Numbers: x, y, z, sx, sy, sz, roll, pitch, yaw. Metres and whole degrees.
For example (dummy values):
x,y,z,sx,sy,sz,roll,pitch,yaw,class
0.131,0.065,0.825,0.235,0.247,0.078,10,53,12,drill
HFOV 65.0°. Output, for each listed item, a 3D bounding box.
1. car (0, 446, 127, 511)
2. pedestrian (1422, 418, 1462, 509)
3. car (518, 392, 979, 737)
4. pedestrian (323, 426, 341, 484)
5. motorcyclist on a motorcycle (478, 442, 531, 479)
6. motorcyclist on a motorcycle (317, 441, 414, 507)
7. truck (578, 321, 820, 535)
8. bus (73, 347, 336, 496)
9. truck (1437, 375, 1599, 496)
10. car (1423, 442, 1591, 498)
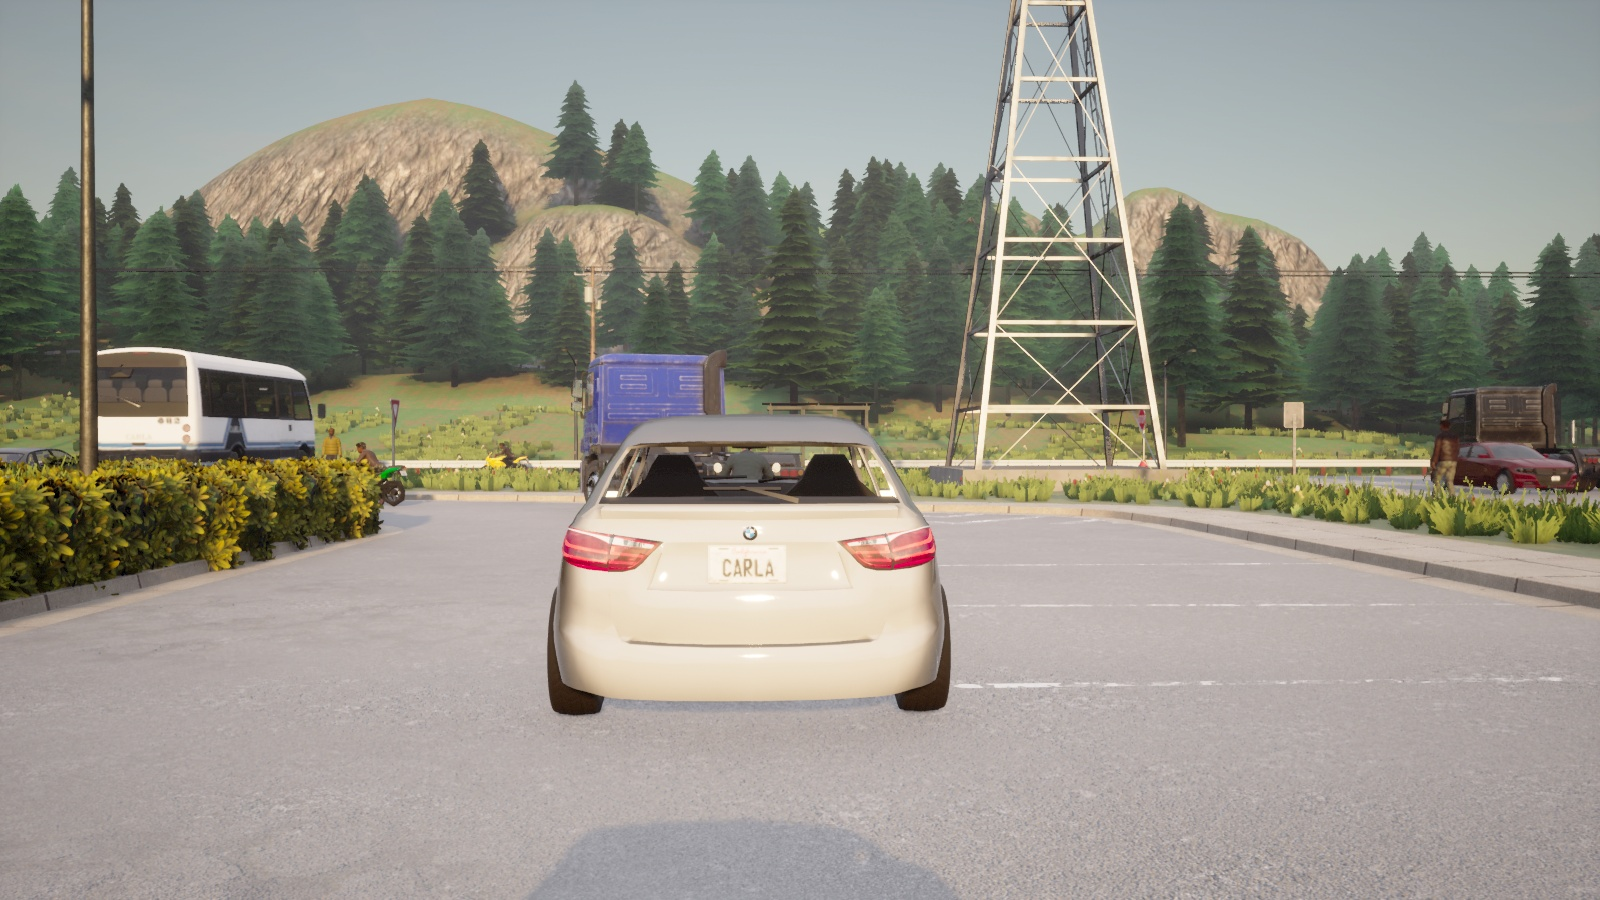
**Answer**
x,y,z,sx,sy,sz,roll,pitch,yaw,class
-18.508,0.609,30.122,2.033,1.411,5.357,0,0,-2,car
13.153,0.267,25.724,0.431,1.840,0.703,0,0,-2,pedestrian
-0.339,0.543,8.422,2.242,1.667,4.611,0,0,-2,car
-15.046,0.162,40.381,0.370,1.835,0.726,0,0,-8,pedestrian
-12.365,0.422,52.617,2.044,1.523,0.797,0,0,-2,motorcyclist on a motorcycle
-10.298,0.552,29.798,2.044,1.523,0.797,0,0,9,motorcyclist on a motorcycle
-2.298,-0.376,24.568,2.891,3.462,7.936,0,0,-19,truck
-18.815,-0.876,40.847,3.944,4.253,10.273,0,1,-2,bus
23.981,-0.443,40.153,2.891,3.462,7.936,0,0,-3,truck
20.624,0.532,36.911,1.882,1.535,5.008,0,0,-3,car
